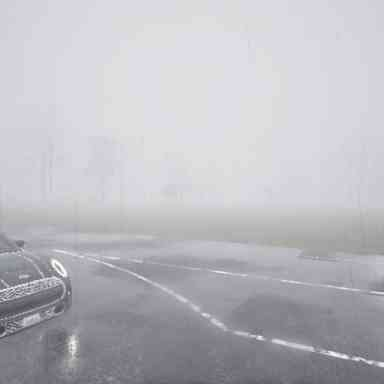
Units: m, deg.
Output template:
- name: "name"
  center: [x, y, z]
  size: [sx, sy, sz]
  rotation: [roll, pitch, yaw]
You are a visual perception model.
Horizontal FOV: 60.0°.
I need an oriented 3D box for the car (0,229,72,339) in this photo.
- name: "car"
  center: [-4.397, 1.355, 6.176]
  size: [4.553, 1.767, 2.097]
  rotation: [0, 0, 29]
